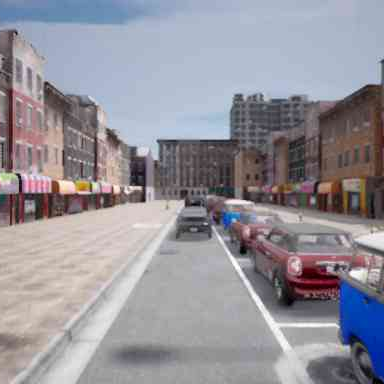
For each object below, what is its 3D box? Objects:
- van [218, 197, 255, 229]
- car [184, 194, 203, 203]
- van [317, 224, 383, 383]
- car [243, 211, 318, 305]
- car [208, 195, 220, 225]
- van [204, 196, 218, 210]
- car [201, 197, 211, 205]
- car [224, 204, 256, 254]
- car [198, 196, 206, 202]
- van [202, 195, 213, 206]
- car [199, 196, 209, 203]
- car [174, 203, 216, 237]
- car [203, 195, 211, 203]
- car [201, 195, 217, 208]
[{"bbox_3d":[2.625,1.385,19.072,1.690,1.788,3.998,0,0,0],"label":"van"},{"bbox_3d":[0.077,1.326,44.097,2.150,2.045,5.566,0,-1,0],"label":"car"},{"bbox_3d":[2.634,1.347,2.645,1.690,1.788,3.998,0,0,0],"label":"van"},{"bbox_3d":[2.631,1.458,8.120,1.967,1.590,4.097,0,0,0],"label":"car"},{"bbox_3d":[2.621,1.373,24.545,2.192,1.841,5.009,0,0,0],"label":"car"},{"bbox_3d":[2.611,1.456,46.448,1.690,1.788,3.998,0,0,0],"label":"van"},{"bbox_3d":[2.603,1.684,63.044,1.752,1.417,4.829,0,0,0],"label":"car"},{"bbox_3d":[2.628,1.471,13.596,1.967,1.590,4.097,0,0,0],"label":"car"},{"bbox_3d":[2.592,1.765,84.777,2.008,1.369,4.403,0,0,0],"label":"car"},{"bbox_3d":[2.605,1.485,57.399,1.690,1.788,3.998,0,0,0],"label":"van"},{"bbox_3d":[2.597,1.626,73.826,1.967,1.590,4.097,0,0,0],"label":"car"},{"bbox_3d":[0.091,1.546,18.163,1.837,1.490,4.892,0,0,0],"label":"car"},{"bbox_3d":[2.616,1.401,35.498,2.192,1.841,5.009,0,0,0],"label":"car"},{"bbox_3d":[2.608,1.444,51.924,2.192,1.841,5.009,0,0,0],"label":"car"}]
